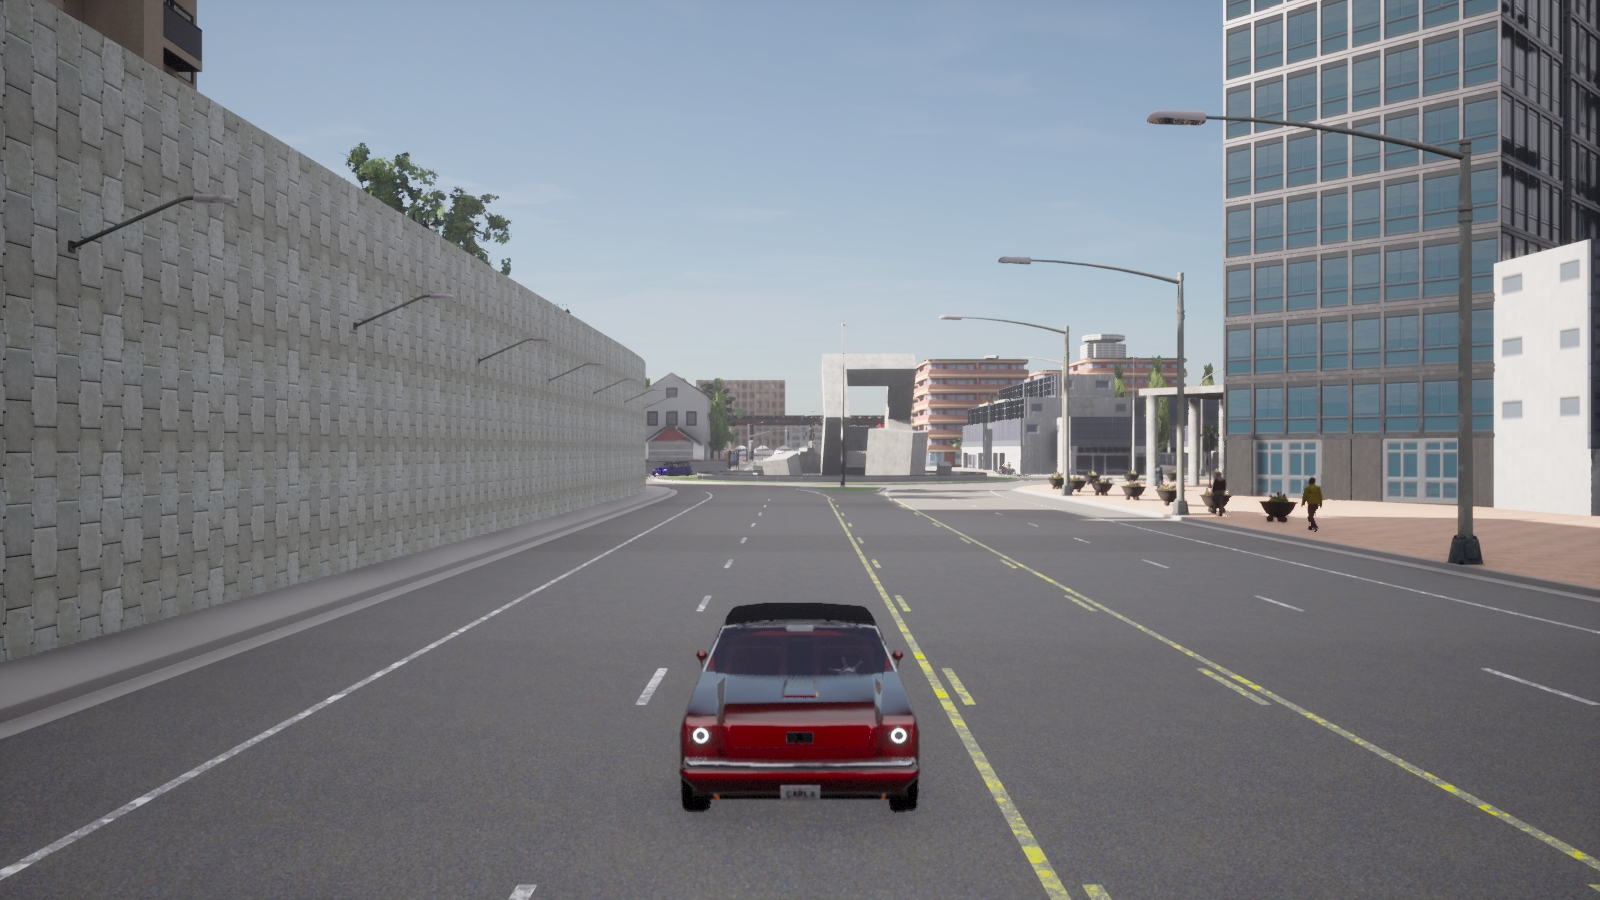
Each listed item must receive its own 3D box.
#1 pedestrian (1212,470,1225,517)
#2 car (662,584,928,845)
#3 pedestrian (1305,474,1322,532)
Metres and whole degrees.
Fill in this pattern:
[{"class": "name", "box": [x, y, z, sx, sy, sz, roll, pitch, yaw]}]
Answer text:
[{"class": "pedestrian", "box": [16.619, 1.713, 45.402, 0.375, 1.860, 0.375, 0, 0, 1]}, {"class": "car", "box": [-0.034, 2.159, 10.487, 1.895, 1.301, 4.718, 0, 0, 0]}, {"class": "pedestrian", "box": [16.531, 1.709, 36.764, 0.375, 1.860, 0.375, 0, 0, 0]}]
